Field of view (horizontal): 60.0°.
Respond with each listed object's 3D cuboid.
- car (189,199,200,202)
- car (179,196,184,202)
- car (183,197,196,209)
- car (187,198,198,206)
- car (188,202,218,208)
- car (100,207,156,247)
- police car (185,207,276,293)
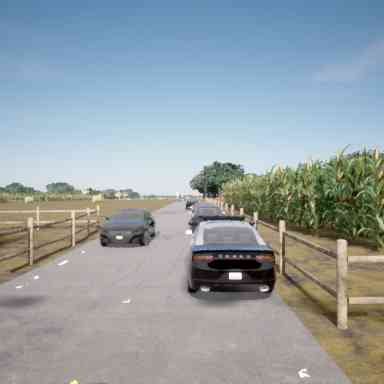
[{"bbox_3d":[0.891,1.517,24.934,1.882,1.535,5.008,0,0,0],"label":"car"},{"bbox_3d":[-2.513,1.933,88.750,1.812,1.442,4.674,0,0,0],"label":"car"},{"bbox_3d":[0.131,1.601,45.582,1.882,1.535,5.008,0,0,0],"label":"car"},{"bbox_3d":[0.158,1.800,59.377,1.895,1.301,4.718,0,0,0],"label":"car"},{"bbox_3d":[0.875,1.529,18.934,1.837,1.490,4.892,0,0,0],"label":"car"},{"bbox_3d":[-2.809,1.493,15.400,1.882,1.535,5.008,0,0,0],"label":"car"},{"bbox_3d":[0.848,1.432,9.041,1.930,1.638,5.238,0,0,0],"label":"police car"}]
